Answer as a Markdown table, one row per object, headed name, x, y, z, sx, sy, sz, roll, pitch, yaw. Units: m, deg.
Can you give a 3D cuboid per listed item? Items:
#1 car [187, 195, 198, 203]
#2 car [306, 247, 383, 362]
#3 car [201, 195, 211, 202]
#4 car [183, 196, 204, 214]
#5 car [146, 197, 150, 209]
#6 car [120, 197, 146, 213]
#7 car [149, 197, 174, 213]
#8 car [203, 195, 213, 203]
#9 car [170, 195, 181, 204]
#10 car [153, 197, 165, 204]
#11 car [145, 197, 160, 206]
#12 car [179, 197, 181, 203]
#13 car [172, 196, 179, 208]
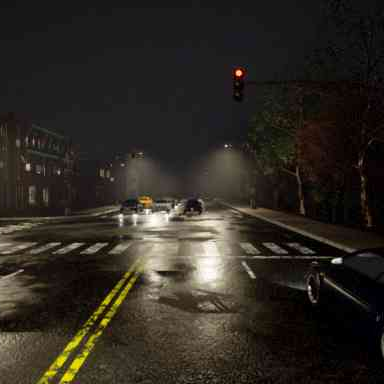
| name | x | y | z | sx | sy | sz | roll | pitch | yaw |
| --- | --- | --- | --- | --- | --- | --- | --- | --- | --- |
| car | 0.078 | 1.467 | 68.482 | 2.128 | 1.511 | 4.902 | 0 | 0 | 0 |
| car | 3.336 | 1.563 | 5.288 | 1.994 | 1.385 | 4.181 | 0 | 0 | 1 |
| car | 3.223 | 1.509 | 78.568 | 2.033 | 1.411 | 5.357 | 0 | 0 | 0 |
| car | 0.066 | 1.515 | 35.432 | 1.812 | 1.442 | 4.674 | 0 | 0 | 1 |
| car | -6.603 | 1.463 | 45.904 | 1.882 | 1.535 | 5.008 | 0 | 0 | 0 |
| car | -6.631 | 1.515 | 36.819 | 1.812 | 1.442 | 4.674 | 0 | 0 | 1 |
| car | -3.352 | 1.515 | 36.972 | 1.812 | 1.442 | 4.674 | 0 | 0 | 0 |
| car | 3.329 | 1.466 | 68.383 | 2.128 | 1.511 | 4.902 | 0 | 0 | 0 |
| car | -3.304 | 1.453 | 66.596 | 1.882 | 1.535 | 5.008 | 0 | 0 | 0 |
| car | -6.557 | 1.577 | 65.737 | 1.895 | 1.301 | 4.718 | 0 | 0 | 0 |
| car | -6.595 | 1.545 | 55.815 | 1.994 | 1.385 | 4.181 | 0 | 0 | 0 |
| car | -3.339 | 1.581 | 56.320 | 1.895 | 1.301 | 4.718 | 0 | 0 | 0 |
| car | -3.354 | 1.477 | 46.240 | 2.128 | 1.511 | 4.902 | 0 | 0 | 0 |
